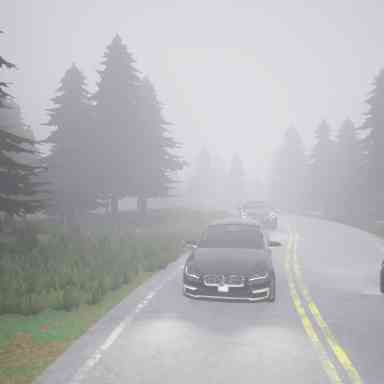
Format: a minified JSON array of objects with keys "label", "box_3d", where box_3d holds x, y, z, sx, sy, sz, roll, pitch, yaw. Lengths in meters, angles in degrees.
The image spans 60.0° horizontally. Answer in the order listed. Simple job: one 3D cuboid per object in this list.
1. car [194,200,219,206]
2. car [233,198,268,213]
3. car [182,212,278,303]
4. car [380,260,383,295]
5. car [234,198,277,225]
[{"label":"car","box_3d":[1.874,1.799,44.853,1.812,1.442,4.674,3,-5,-35]},{"label":"car","box_3d":[6.167,1.411,35.732,1.837,1.490,4.892,2,-1,-16]},{"label":"car","box_3d":[1.082,1.496,8.405,1.837,1.490,4.892,-1,0,12]},{"label":"car","box_3d":[4.489,1.309,4.638,2.097,1.767,4.553,-1,0,8]},{"label":"car","box_3d":[3.856,1.270,20.360,2.097,1.767,4.553,-1,0,5]}]
